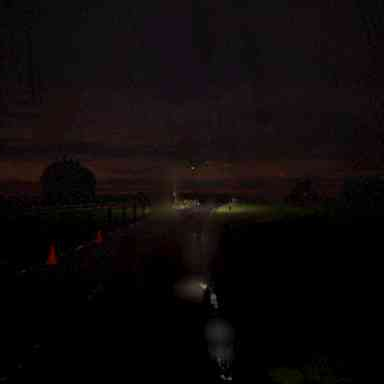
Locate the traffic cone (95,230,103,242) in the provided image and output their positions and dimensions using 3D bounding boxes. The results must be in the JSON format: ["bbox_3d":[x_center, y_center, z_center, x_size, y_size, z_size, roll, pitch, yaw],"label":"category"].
[{"bbox_3d":[-4.516,2.127,16.168,0.340,0.580,0.340,0,-1,2],"label":"traffic cone"}]

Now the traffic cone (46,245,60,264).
[{"bbox_3d":[-4.672,2.072,11.144,0.340,0.580,0.340,0,-1,1],"label":"traffic cone"}]
